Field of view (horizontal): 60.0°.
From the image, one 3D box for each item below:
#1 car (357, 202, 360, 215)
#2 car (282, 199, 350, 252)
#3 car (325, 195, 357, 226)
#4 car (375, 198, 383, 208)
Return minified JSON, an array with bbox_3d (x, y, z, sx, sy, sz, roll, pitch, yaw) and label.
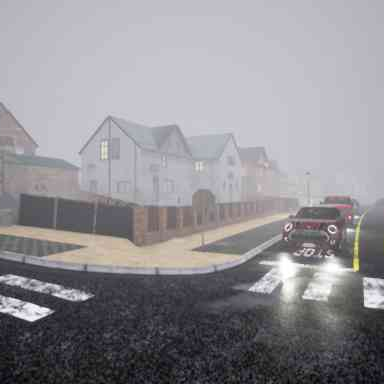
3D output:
[{"bbox_3d":[16.357,1.459,34.818,2.097,1.767,4.553,0,0,29],"label":"car"},{"bbox_3d":[5.305,1.357,14.104,2.097,1.767,4.553,0,0,28],"label":"car"},{"bbox_3d":[10.760,1.265,24.594,2.150,2.045,5.566,0,-1,27],"label":"car"},{"bbox_3d":[29.546,1.715,51.484,1.882,1.535,5.008,0,0,32],"label":"car"}]
